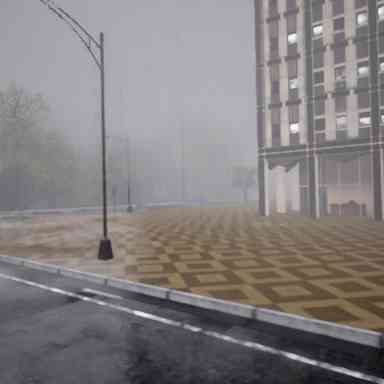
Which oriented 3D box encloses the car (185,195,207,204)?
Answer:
[{"bbox_3d":[0.718,1.389,60.305,1.882,1.535,5.008,-2,-1,35],"label":"car"}]
